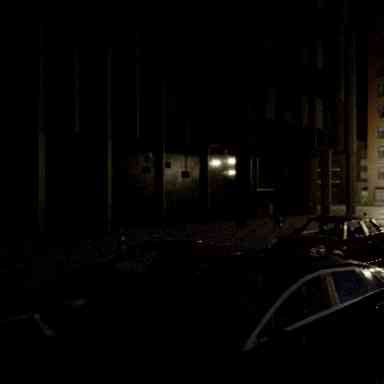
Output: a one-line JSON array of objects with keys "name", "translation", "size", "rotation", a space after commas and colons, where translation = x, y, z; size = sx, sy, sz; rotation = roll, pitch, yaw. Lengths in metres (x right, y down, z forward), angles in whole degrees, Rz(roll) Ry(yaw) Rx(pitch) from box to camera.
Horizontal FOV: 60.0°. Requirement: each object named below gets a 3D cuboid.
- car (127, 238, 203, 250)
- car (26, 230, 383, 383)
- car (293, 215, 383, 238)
[{"name": "car", "translation": [-0.582, 1.587, 6.357], "size": [4.206, 1.307, 1.802], "rotation": [0, 0, -36]}, {"name": "car", "translation": [0.795, 1.496, 3.831], "size": [4.902, 1.511, 2.128], "rotation": [0, 0, -36]}, {"name": "car", "translation": [4.003, 1.449, 9.644], "size": [4.097, 1.590, 1.967], "rotation": [0, 0, -36]}]
